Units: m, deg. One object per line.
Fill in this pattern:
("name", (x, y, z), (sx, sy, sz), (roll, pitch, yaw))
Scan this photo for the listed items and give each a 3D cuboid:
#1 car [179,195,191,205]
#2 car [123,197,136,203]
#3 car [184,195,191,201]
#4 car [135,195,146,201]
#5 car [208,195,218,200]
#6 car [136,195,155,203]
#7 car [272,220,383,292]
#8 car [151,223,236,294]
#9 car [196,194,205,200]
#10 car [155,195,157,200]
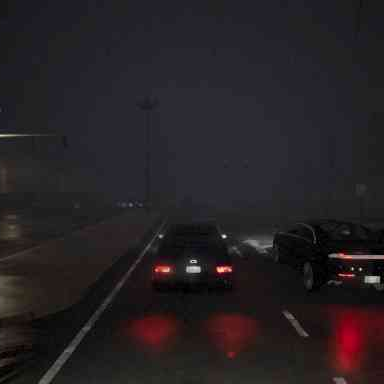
("car", (-1.213, 1.563, 58.437), (1.994, 1.385, 4.181), (0, 0, 0))
("car", (-12.708, 1.599, 67.167), (1.895, 1.301, 4.718), (0, 0, 0))
("car", (-1.174, 1.534, 89.329), (2.033, 1.411, 5.357), (0, 0, 0))
("car", (-12.683, 1.524, 82.253), (1.812, 1.442, 4.674), (0, 0, 0))
("car", (5.826, 1.472, 89.336), (1.882, 1.535, 5.008), (0, 0, 0))
("car", (-9.226, 1.352, 66.592), (2.097, 1.767, 4.553), (0, 0, 1))
("car", (3.518, 1.491, 8.901), (2.128, 1.511, 4.902), (0, 0, 0))
("car", (0.019, 1.547, 8.953), (2.033, 1.411, 5.357), (0, 0, 0))
("car", (2.326, 1.496, 89.406), (1.837, 1.490, 4.892), (0, 0, 0))
("car", (-9.184, 1.478, 81.724), (1.882, 1.535, 5.008), (0, 0, 0))
